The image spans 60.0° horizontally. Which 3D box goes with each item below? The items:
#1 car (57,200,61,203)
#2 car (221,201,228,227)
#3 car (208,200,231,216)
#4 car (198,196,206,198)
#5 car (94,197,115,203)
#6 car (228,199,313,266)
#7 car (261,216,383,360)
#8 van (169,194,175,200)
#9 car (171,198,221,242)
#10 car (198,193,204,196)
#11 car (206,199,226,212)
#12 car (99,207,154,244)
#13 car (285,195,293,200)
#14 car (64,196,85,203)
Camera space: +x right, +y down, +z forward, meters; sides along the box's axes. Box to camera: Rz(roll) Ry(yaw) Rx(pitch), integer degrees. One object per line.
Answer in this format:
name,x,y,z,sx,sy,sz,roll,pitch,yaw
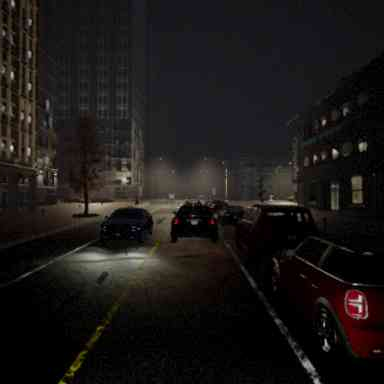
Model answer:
car,-28.619,1.696,65.992,4.829,1.417,1.752,-1,0,1
car,2.704,1.566,22.368,1.947,1.339,4.313,1,0,0
car,2.704,1.564,33.324,1.947,1.339,4.313,1,0,0
car,0.102,1.488,35.248,2.128,1.511,4.902,0,0,0
car,-17.423,1.645,65.883,4.206,1.307,1.802,-1,0,1
car,2.707,1.316,11.414,2.192,1.841,5.009,1,0,0
car,2.705,1.441,5.935,1.967,1.590,4.097,1,0,0
van,-5.669,1.311,93.352,1.690,1.788,3.998,1,0,0
car,0.102,1.353,16.555,2.097,1.767,4.553,0,0,0
car,2.709,1.413,87.716,1.967,1.590,4.097,1,0,0
car,2.705,1.547,38.801,2.008,1.369,4.403,1,0,0
car,-3.016,1.478,16.113,1.882,1.535,5.008,0,0,0
car,20.686,1.227,65.517,4.829,1.417,1.752,-1,0,1
car,-23.107,1.558,65.939,4.097,1.590,1.967,-1,0,1
